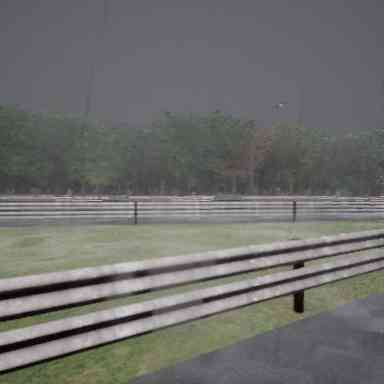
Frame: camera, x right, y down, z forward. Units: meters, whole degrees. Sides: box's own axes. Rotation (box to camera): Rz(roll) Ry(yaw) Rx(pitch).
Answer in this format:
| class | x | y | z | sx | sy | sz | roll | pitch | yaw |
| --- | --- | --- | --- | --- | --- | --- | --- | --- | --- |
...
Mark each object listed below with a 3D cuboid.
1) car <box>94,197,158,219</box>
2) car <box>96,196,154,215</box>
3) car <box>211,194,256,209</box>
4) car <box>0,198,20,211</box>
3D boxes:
| class | x | y | z | sx | sy | sz | roll | pitch | yaw |
| --- | --- | --- | --- | --- | --- | --- | --- | --- | --- |
| car | -4.779 | 1.224 | 24.562 | 4.718 | 1.301 | 1.895 | 0 | 0 | -14 |
| car | -5.628 | 1.122 | 27.955 | 4.674 | 1.442 | 1.812 | 0 | 0 | -14 |
| car | 4.193 | 0.972 | 33.931 | 4.553 | 1.767 | 2.097 | 0 | 1 | -14 |
| car | -17.140 | 1.065 | 28.779 | 4.181 | 1.385 | 1.994 | 0 | 0 | -13 |
